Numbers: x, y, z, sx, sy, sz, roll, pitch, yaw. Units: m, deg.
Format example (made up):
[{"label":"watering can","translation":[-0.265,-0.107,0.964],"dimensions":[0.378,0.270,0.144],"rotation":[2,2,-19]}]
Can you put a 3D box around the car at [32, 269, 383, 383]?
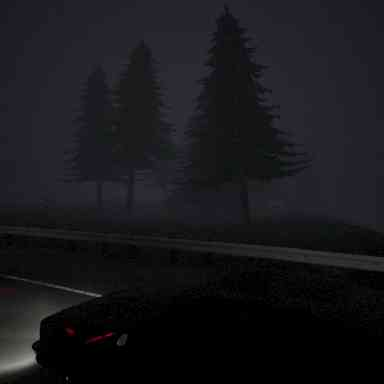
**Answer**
[{"label":"car","translation":[0.724,1.547,3.214],"dimensions":[5.357,1.411,2.033],"rotation":[0,0,34]}]

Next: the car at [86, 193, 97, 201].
[{"label":"car","translation":[-25.478,1.355,86.570],"dimensions":[2.097,1.767,4.553],"rotation":[0,0,-7]}]

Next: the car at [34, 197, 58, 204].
[{"label":"car","translation":[-24.382,1.525,55.626],"dimensions":[1.812,1.442,4.674],"rotation":[0,0,14]}]

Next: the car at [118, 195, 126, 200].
[{"label":"car","translation":[-18.943,1.540,90.734],"dimensions":[2.033,1.411,5.357],"rotation":[0,0,-11]}]

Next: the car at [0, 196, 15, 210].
[{"label":"car","translation":[-24.566,1.564,41.230],"dimensions":[1.994,1.385,4.181],"rotation":[0,0,15]}]

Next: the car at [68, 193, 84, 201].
[{"label":"car","translation":[-28.590,1.540,80.875],"dimensions":[2.033,1.411,5.357],"rotation":[0,0,-3]}]

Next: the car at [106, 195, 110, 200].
[{"label":"car","translation":[-22.560,1.525,91.140],"dimensions":[2.128,1.511,4.902],"rotation":[0,0,-11]}]

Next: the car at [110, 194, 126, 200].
[{"label":"car","translation":[-18.116,1.355,81.574],"dimensions":[2.097,1.767,4.553],"rotation":[0,0,-3]}]
